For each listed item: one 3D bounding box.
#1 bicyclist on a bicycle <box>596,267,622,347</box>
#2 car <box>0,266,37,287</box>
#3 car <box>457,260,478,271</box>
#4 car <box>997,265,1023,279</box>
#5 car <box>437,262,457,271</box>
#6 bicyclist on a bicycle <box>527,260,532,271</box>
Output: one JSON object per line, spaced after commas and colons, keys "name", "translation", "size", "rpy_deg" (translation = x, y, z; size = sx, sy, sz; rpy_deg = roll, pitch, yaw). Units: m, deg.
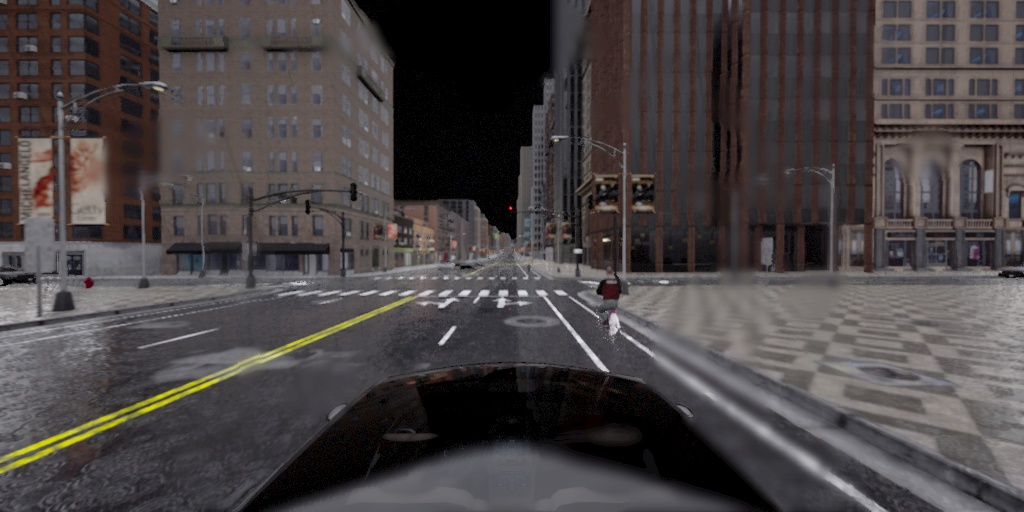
{"name": "bicyclist on a bicycle", "translation": [2.247, 1.134, 8.462], "size": [0.659, 1.776, 1.843], "rpy_deg": [0, 0, 0]}
{"name": "car", "translation": [-37.129, 1.420, 25.795], "size": [5.008, 1.535, 1.882], "rpy_deg": [0, 1, 0]}
{"name": "car", "translation": [-6.595, 1.487, 53.712], "size": [1.895, 1.301, 4.718], "rpy_deg": [0, 0, 0]}
{"name": "car", "translation": [41.393, 1.155, 27.823], "size": [5.357, 1.411, 2.033], "rpy_deg": [0, 1, 0]}
{"name": "car", "translation": [-9.843, 1.487, 53.717], "size": [1.895, 1.301, 4.718], "rpy_deg": [0, 0, 0]}
{"name": "bicyclist on a bicycle", "translation": [2.224, 1.305, 46.942], "size": [0.866, 1.612, 1.509], "rpy_deg": [0, 0, 0]}
